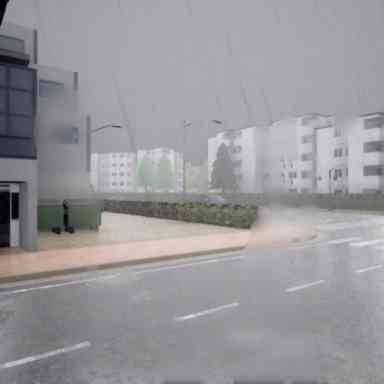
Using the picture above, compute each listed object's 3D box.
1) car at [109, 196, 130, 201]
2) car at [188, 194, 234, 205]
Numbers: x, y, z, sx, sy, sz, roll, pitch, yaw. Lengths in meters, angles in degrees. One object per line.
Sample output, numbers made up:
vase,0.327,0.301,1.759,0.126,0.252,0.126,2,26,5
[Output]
car,-10.547,1.349,48.505,2.097,1.767,4.553,0,0,-37
car,1.749,1.220,31.486,2.150,2.045,5.566,0,0,-35
